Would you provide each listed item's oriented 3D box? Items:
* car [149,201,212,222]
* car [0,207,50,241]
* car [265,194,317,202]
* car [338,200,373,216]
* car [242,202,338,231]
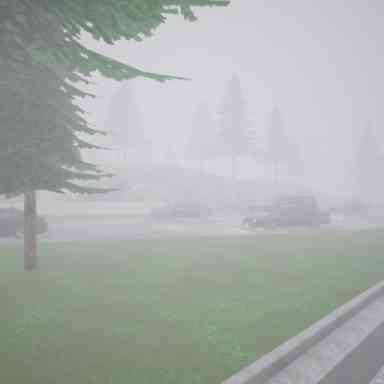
[{"bbox_3d":[-0.872,1.478,25.693,4.902,1.511,2.128,0,0,-17],"label":"car"},{"bbox_3d":[-9.428,1.473,15.651,5.008,1.535,1.882,0,0,-19],"label":"car"},{"bbox_3d":[6.698,1.207,24.395,5.566,2.045,2.150,0,0,-20],"label":"car"},{"bbox_3d":[15.579,1.524,32.813,5.357,1.411,2.033,0,0,-32],"label":"car"},{"bbox_3d":[5.816,1.533,20.317,5.357,1.411,2.033,0,0,-16],"label":"car"}]
